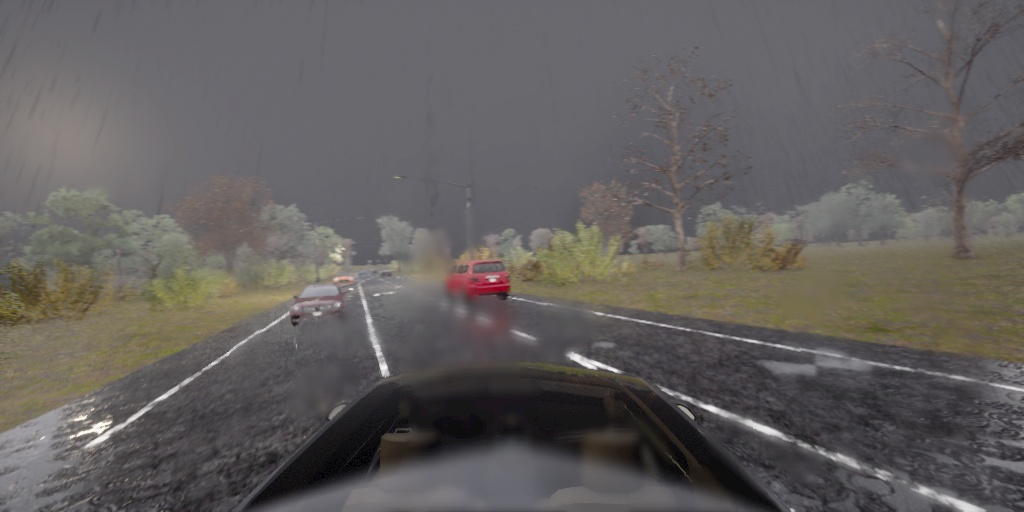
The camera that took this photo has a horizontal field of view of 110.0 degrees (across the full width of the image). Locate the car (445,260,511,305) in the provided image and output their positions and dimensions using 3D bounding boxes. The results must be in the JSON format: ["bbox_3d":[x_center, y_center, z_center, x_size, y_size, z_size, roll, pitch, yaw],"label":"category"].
[{"bbox_3d":[-1.929,1.276,18.666,2.150,2.045,5.566,-3,-1,-24],"label":"car"}]

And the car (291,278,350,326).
[{"bbox_3d":[-7.965,1.902,15.068,1.812,1.442,4.674,-3,-1,-24],"label":"car"}]

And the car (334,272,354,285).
[{"bbox_3d":[-21.115,2.845,45.144,2.097,1.767,4.553,-3,-1,-23],"label":"car"}]
